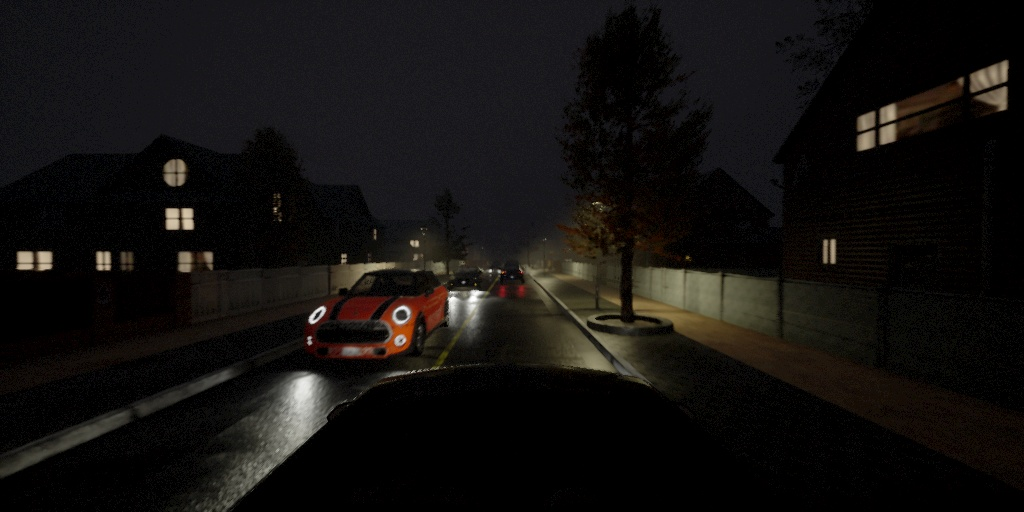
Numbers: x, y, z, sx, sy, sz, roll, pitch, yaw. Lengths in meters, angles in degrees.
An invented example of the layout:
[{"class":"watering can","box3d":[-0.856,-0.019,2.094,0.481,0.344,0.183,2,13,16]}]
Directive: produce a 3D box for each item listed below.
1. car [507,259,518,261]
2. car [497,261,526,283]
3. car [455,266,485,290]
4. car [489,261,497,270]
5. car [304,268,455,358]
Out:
[{"class":"car","box3d":[0.067,1.227,42.719,2.097,1.767,4.553,0,0,1]},{"class":"car","box3d":[0.010,1.332,28.069,1.812,1.442,4.674,0,0,0]},{"class":"car","box3d":[-2.817,1.353,22.962,1.994,1.385,4.181,0,0,0]},{"class":"car","box3d":[-2.629,1.511,59.143,1.837,1.490,4.892,0,-1,1]},{"class":"car","box3d":[-2.845,1.111,8.573,2.097,1.767,4.553,0,0,0]}]
